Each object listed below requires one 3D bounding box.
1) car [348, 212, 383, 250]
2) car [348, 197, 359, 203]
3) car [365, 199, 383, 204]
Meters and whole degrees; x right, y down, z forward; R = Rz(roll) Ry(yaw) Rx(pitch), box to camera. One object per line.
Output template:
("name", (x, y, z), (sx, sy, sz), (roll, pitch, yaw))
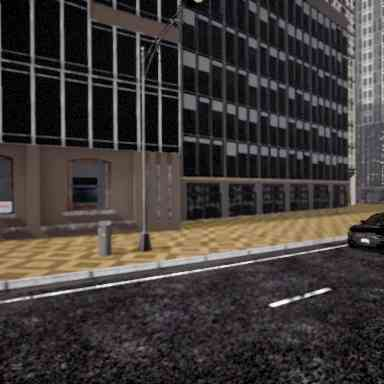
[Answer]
("car", (8.493, 1.592, 14.104), (5.008, 1.535, 1.882), (1, 0, -38))
("car", (35.778, 1.893, 75.890), (1.947, 1.339, 4.313), (0, 0, -42))
("car", (39.508, 1.955, 71.602), (1.802, 1.307, 4.206), (0, 0, -42))
